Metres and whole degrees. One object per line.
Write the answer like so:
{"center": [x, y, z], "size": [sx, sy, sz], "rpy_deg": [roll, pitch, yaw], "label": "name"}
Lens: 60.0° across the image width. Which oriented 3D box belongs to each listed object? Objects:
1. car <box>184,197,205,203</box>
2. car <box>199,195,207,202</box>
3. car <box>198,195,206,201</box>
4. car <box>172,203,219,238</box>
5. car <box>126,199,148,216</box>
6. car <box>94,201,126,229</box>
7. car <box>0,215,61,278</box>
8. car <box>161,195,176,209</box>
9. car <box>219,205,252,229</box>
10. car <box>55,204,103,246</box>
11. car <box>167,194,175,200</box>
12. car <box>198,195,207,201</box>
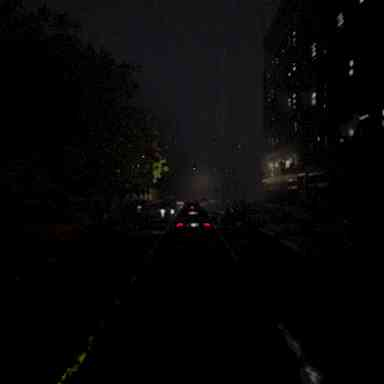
{"center": [0.026, 1.524, 34.869], "size": [1.994, 1.385, 4.181], "rpy_deg": [0, 0, 0], "label": "car"}
{"center": [2.530, 1.507, 75.482], "size": [1.947, 1.339, 4.313], "rpy_deg": [0, 0, 0], "label": "car"}
{"center": [2.507, 1.506, 86.747], "size": [1.947, 1.339, 4.313], "rpy_deg": [0, 0, 0], "label": "car"}
{"center": [0.063, 1.526, 17.375], "size": [2.033, 1.411, 5.357], "rpy_deg": [0, 0, 0], "label": "car"}
{"center": [-5.834, 1.513, 32.006], "size": [2.008, 1.369, 4.403], "rpy_deg": [0, 0, 0], "label": "car"}
{"center": [-5.733, 1.414, 20.930], "size": [1.967, 1.590, 4.097], "rpy_deg": [0, 0, 0], "label": "car"}
{"center": [-5.709, 1.569, 9.853], "size": [1.802, 1.307, 4.206], "rpy_deg": [0, 0, 0], "label": "car"}
{"center": [-3.097, 1.503, 45.075], "size": [2.033, 1.411, 5.357], "rpy_deg": [0, 0, 0], "label": "car"}
{"center": [2.647, 1.526, 20.950], "size": [2.008, 1.369, 4.403], "rpy_deg": [0, 0, 0], "label": "car"}
{"center": [-5.721, 1.506, 15.221], "size": [1.752, 1.417, 4.829], "rpy_deg": [0, 0, 0], "label": "car"}
{"center": [-5.885, 1.381, 92.362], "size": [1.967, 1.590, 4.097], "rpy_deg": [0, 0, 0], "label": "car"}
{"center": [2.519, 1.506, 81.115], "size": [1.947, 1.339, 4.313], "rpy_deg": [0, 0, 0], "label": "car"}
